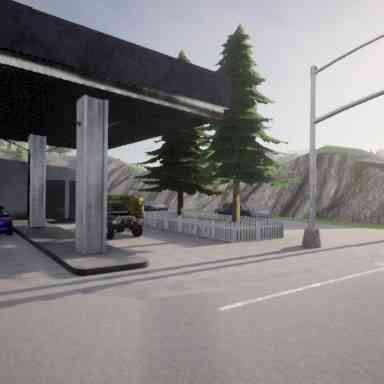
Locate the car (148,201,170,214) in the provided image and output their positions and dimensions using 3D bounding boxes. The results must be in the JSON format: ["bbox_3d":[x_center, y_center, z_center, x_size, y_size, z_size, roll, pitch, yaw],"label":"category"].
[{"bbox_3d":[-4.564,1.693,37.934,2.033,1.411,5.357,1,0,-35],"label":"car"}]

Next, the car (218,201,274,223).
[{"bbox_3d":[4.049,1.596,25.477,2.097,1.767,4.553,1,0,-35],"label":"car"}]

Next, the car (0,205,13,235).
[{"bbox_3d":[-11.441,1.523,18.627,2.242,1.667,4.611,1,0,-35],"label":"car"}]

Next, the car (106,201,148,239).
[{"bbox_3d":[-4.313,1.447,18.354,1.905,1.878,3.866,1,0,-35],"label":"car"}]
